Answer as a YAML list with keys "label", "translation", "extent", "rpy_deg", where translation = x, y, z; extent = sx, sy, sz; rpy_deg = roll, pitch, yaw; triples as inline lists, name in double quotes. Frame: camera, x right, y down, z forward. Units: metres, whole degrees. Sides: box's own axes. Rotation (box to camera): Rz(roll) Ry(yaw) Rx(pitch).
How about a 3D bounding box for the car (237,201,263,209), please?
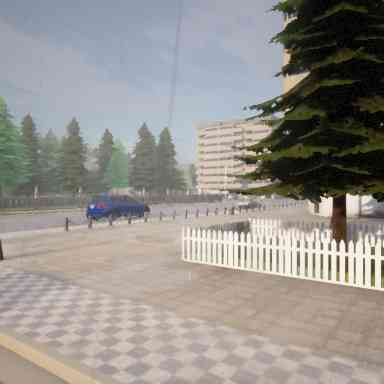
- label: "car"
  translation: [8.141, 1.601, 46.394]
  extent: [1.895, 1.301, 4.718]
  rpy_deg: [0, 0, 36]

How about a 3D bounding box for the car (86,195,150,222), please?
- label: "car"
  translation: [-5.845, 1.221, 26.857]
  extent: [2.150, 2.045, 5.566]
  rpy_deg: [0, 0, 36]
